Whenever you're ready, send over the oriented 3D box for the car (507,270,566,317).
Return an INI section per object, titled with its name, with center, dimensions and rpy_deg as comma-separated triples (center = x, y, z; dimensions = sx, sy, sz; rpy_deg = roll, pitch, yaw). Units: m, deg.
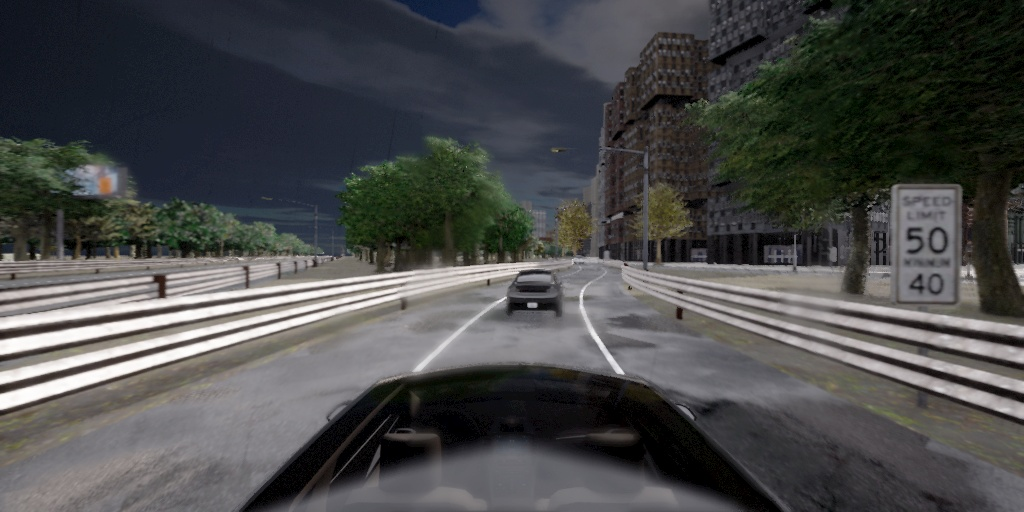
[car]
center = 0.975, 1.261, 13.384
dimensions = 1.837, 1.490, 4.892
rpy_deg = 0, 0, 8
